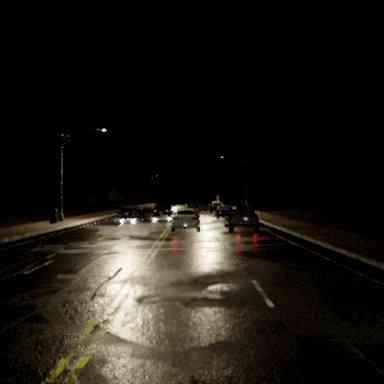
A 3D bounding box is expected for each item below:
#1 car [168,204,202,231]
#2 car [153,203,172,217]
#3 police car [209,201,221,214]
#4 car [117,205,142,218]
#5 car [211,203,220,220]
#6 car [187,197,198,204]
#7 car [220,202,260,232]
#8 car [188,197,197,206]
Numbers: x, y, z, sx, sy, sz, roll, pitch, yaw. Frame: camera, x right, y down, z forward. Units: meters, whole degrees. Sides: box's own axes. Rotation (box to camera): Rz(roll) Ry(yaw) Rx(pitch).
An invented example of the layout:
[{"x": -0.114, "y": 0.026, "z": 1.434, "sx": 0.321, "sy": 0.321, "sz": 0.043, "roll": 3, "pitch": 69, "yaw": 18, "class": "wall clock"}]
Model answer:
[{"x": -0.332, "y": 1.826, "z": 22.729, "sx": 1.812, "sy": 1.442, "sz": 4.674, "roll": 0, "pitch": -1, "yaw": 2, "class": "car"}, {"x": -3.303, "y": 1.976, "z": 37.909, "sx": 1.882, "sy": 1.535, "sz": 5.008, "roll": 0, "pitch": -1, "yaw": 0, "class": "car"}, {"x": 3.304, "y": 2.011, "z": 44.616, "sx": 1.930, "sy": 1.638, "sz": 5.238, "roll": 0, "pitch": -1, "yaw": 0, "class": "police car"}, {"x": -6.557, "y": 2.028, "z": 35.271, "sx": 1.994, "sy": 1.385, "sz": 4.181, "roll": 0, "pitch": -1, "yaw": 0, "class": "car"}, {"x": 3.291, "y": 2.043, "z": 33.535, "sx": 1.895, "sy": 1.301, "sz": 4.718, "roll": 0, "pitch": -1, "yaw": 0, "class": "car"}, {"x": 0.157, "y": 2.304, "z": 63.265, "sx": 1.882, "sy": 1.535, "sz": 5.008, "roll": 0, "pitch": -1, "yaw": 0, "class": "car"}, {"x": 3.277, "y": 1.730, "z": 22.508, "sx": 2.033, "sy": 1.649, "sz": 4.856, "roll": 0, "pitch": -1, "yaw": 0, "class": "car"}, {"x": 0.093, "y": 2.189, "z": 76.056, "sx": 2.150, "sy": 2.045, "sz": 5.566, "roll": 0, "pitch": -1, "yaw": 0, "class": "car"}]
